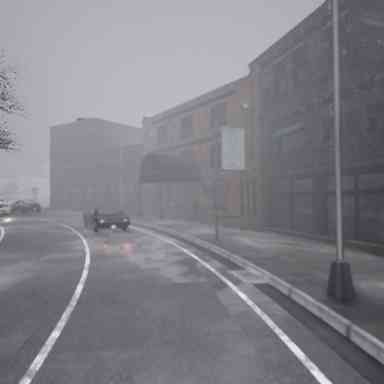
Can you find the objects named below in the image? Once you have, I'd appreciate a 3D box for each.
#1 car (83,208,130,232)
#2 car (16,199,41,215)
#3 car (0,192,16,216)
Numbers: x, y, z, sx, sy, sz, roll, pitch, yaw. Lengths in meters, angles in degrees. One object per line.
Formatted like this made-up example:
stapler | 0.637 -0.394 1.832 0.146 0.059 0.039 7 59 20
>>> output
car | -5.225 1.565 19.786 1.895 1.301 4.718 0 0 -27
car | -17.087 1.487 33.806 4.674 1.442 1.812 0 -1 38
car | -19.246 1.252 31.331 5.566 2.045 2.150 0 -1 38
